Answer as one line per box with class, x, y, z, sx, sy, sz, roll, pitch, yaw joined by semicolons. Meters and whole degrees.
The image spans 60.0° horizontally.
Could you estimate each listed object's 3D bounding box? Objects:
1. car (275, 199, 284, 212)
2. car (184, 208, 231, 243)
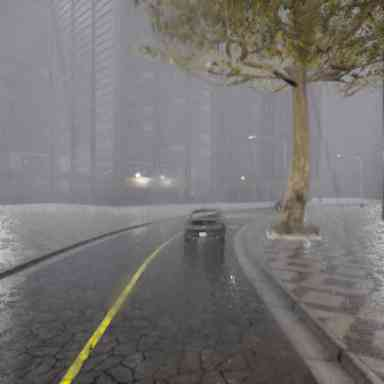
car;11.727;1.618;40.443;1.837;1.490;4.892;-1;-1;40
car;0.802;1.554;16.408;1.837;1.490;4.892;-1;0;8
